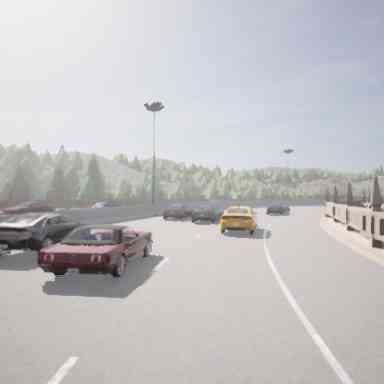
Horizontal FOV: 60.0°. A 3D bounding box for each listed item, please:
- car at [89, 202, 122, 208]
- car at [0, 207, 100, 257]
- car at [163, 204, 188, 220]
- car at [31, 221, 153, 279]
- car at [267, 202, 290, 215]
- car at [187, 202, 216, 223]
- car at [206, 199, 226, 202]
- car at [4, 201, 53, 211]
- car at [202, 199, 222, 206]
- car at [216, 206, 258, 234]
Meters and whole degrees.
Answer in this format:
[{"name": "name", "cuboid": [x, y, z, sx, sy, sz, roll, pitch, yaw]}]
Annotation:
[{"name": "car", "cuboid": [-9.925, 1.813, 37.652, 2.033, 1.411, 5.357, 0, -1, 22]}, {"name": "car", "cuboid": [-5.699, 1.549, 13.056, 2.128, 1.511, 4.902, 0, 0, 8]}, {"name": "car", "cuboid": [-1.097, 1.782, 30.702, 1.994, 1.385, 4.181, 0, -1, 20]}, {"name": "car", "cuboid": [-2.601, 1.651, 10.297, 1.895, 1.301, 4.718, 0, 0, 7]}, {"name": "car", "cuboid": [10.089, 1.882, 38.646, 1.994, 1.385, 4.181, 0, -1, 28]}, {"name": "car", "cuboid": [1.420, 1.757, 27.343, 1.994, 1.385, 4.181, 0, -1, 19]}, {"name": "car", "cuboid": [4.229, 2.002, 56.207, 2.128, 1.511, 4.902, 0, -1, 36]}, {"name": "car", "cuboid": [-15.638, 1.668, 31.995, 1.882, 1.535, 5.008, 0, -1, 19]}, {"name": "car", "cuboid": [4.041, 2.169, 67.395, 1.994, 1.385, 4.181, -1, -1, 38]}, {"name": "car", "cuboid": [2.964, 1.620, 20.472, 1.882, 1.535, 5.008, 0, 0, 14]}]
